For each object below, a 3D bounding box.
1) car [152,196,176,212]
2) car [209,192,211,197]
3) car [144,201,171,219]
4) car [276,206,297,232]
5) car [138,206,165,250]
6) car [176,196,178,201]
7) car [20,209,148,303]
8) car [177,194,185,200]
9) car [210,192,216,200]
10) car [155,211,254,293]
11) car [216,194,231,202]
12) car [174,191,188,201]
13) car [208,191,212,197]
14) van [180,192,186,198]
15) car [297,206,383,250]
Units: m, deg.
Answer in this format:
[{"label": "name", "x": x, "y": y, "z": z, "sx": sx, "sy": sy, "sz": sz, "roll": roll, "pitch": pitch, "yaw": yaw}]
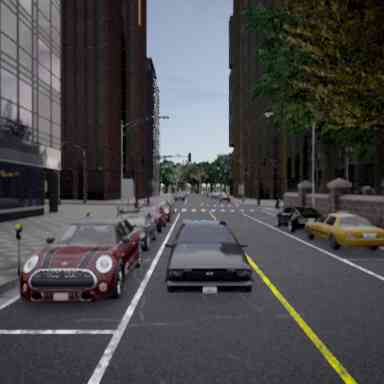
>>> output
[{"label": "car", "x": -2.438, "y": 1.300, "z": 24.483, "sx": 1.967, "sy": 1.590, "sz": 4.097, "roll": 0, "pitch": 0, "yaw": 0}, {"label": "car", "x": 6.006, "y": 1.091, "z": 83.672, "sx": 1.887, "sy": 1.381, "sz": 4.507, "roll": 0, "pitch": 0, "yaw": 0}, {"label": "car", "x": -2.430, "y": 1.435, "z": 19.027, "sx": 1.887, "sy": 1.381, "sz": 4.507, "roll": 0, "pitch": 0, "yaw": 0}, {"label": "car", "x": 6.095, "y": 1.457, "z": 19.041, "sx": 1.947, "sy": 1.339, "sz": 4.313, "roll": 0, "pitch": 0, "yaw": 0}, {"label": "car", "x": -2.422, "y": 1.472, "z": 13.570, "sx": 2.008, "sy": 1.369, "sz": 4.403, "roll": 0, "pitch": 0, "yaw": 0}, {"label": "car", "x": -2.445, "y": 1.356, "z": 29.770, "sx": 1.752, "sy": 1.417, "sz": 4.829, "roll": 0, "pitch": 0, "yaw": 0}, {"label": "car", "x": -2.415, "y": 1.393, "z": 8.112, "sx": 1.967, "sy": 1.590, "sz": 4.097, "roll": 0, "pitch": 0, "yaw": 0}, {"label": "car", "x": -2.512, "y": 1.155, "z": 78.223, "sx": 1.802, "sy": 1.307, "sz": 4.206, "roll": 0, "pitch": 0, "yaw": 0}, {"label": "car", "x": 6.013, "y": 1.124, "z": 78.234, "sx": 2.008, "sy": 1.369, "sz": 4.403, "roll": 0, "pitch": 0, "yaw": 0}, {"label": "car", "x": 0.347, "y": 1.495, "z": 9.095, "sx": 2.033, "sy": 1.411, "sz": 5.357, "roll": 0, "pitch": 0, "yaw": 0}, {"label": "car", "x": 6.036, "y": 1.098, "z": 61.922, "sx": 1.967, "sy": 1.590, "sz": 4.097, "roll": 0, "pitch": 0, "yaw": 0}, {"label": "car", "x": -2.497, "y": 0.944, "z": 67.347, "sx": 2.192, "sy": 1.841, "sz": 5.009, "roll": 0, "pitch": 0, "yaw": 0}, {"label": "car", "x": 5.998, "y": 1.063, "z": 89.110, "sx": 1.887, "sy": 1.381, "sz": 4.507, "roll": 0, "pitch": 0, "yaw": 0}, {"label": "van", "x": -2.535, "y": 0.832, "z": 94.534, "sx": 1.690, "sy": 1.788, "sz": 3.998, "roll": 0, "pitch": 0, "yaw": 0}, {"label": "car", "x": 6.103, "y": 1.446, "z": 13.754, "sx": 1.752, "sy": 1.417, "sz": 4.829, "roll": 0, "pitch": 0, "yaw": 0}]
